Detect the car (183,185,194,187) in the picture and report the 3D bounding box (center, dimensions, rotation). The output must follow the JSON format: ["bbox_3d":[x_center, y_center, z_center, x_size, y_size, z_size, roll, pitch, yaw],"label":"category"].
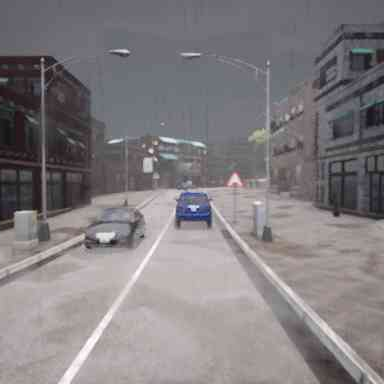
[{"bbox_3d":[0.093,0.259,39.528,1.812,1.442,4.674,0,4,0],"label":"car"}]

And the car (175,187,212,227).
[{"bbox_3d":[0.096,0.974,21.267,2.150,2.045,5.566,0,2,0],"label":"car"}]

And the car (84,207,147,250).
[{"bbox_3d":[-3.102,1.426,14.241,2.128,1.511,4.902,0,1,0],"label":"car"}]

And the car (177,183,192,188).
[{"bbox_3d":[-1.072,-0.997,60.339,1.994,1.385,4.181,1,2,23],"label":"car"}]
